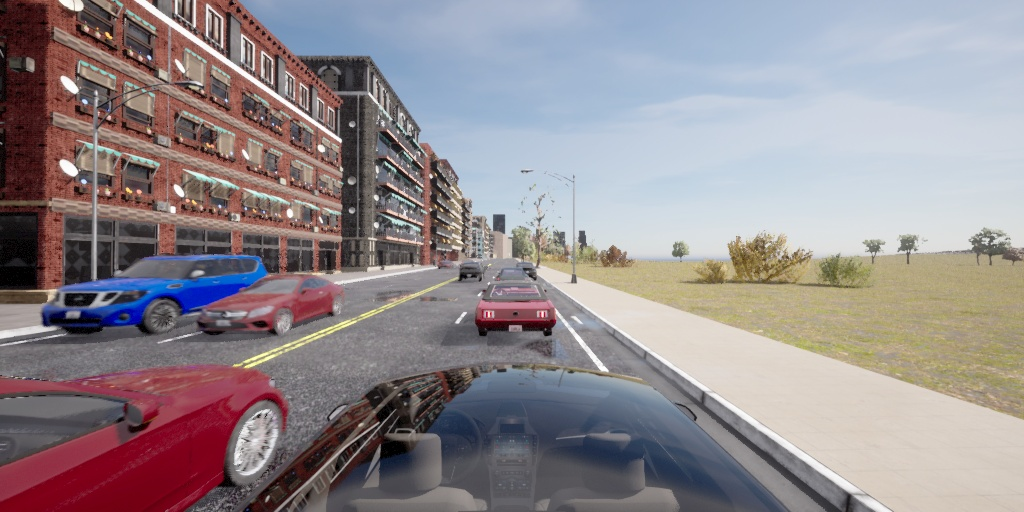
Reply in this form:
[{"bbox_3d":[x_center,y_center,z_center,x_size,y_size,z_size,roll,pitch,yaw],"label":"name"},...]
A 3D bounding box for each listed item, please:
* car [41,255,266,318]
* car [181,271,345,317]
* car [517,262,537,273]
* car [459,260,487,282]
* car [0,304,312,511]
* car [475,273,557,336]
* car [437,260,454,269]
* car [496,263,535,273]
[{"bbox_3d":[-9.873,0.973,10.822,2.150,2.045,5.566,0,0,0],"label":"car"},{"bbox_3d":[-6.622,1.277,10.540,1.812,1.442,4.674,0,0,0],"label":"car"},{"bbox_3d":[1.064,1.258,30.359,1.837,1.490,4.892,0,0,0],"label":"car"},{"bbox_3d":[-3.221,1.254,29.516,1.837,1.490,4.892,0,-1,0],"label":"car"},{"bbox_3d":[-3.152,1.276,1.638,1.812,1.442,4.674,0,0,0],"label":"car"},{"bbox_3d":[0.079,1.352,10.335,1.895,1.301,4.718,0,0,0],"label":"car"},{"bbox_3d":[-9.976,1.316,54.154,1.994,1.385,4.181,0,0,0],"label":"car"},{"bbox_3d":[0.044,1.317,20.365,1.994,1.385,4.181,0,0,0],"label":"car"}]
